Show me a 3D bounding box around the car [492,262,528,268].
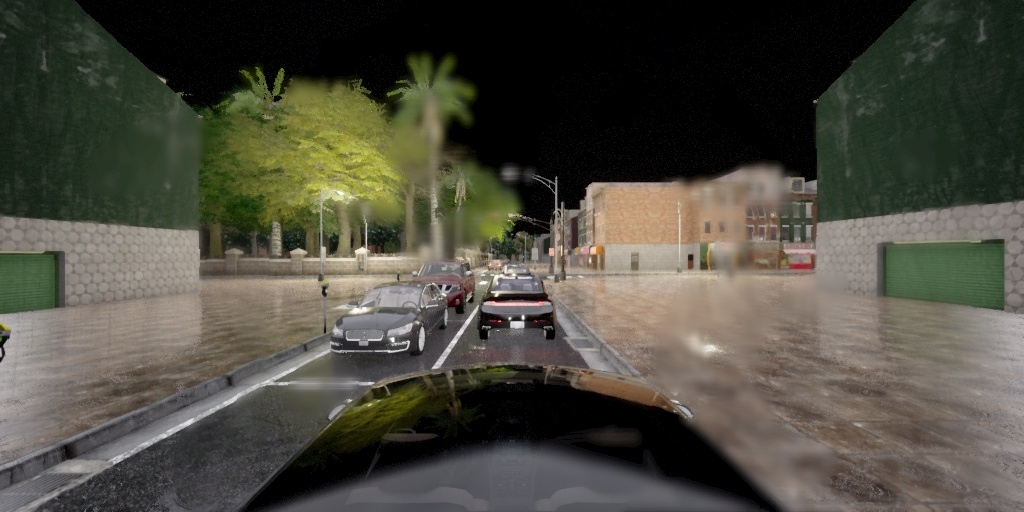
[{"bbox_3d":[0.179,1.251,19.406,2.128,1.511,4.902,0,0,-2],"label":"car"}]

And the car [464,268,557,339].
[{"bbox_3d":[0.130,1.242,10.017,2.128,1.511,4.902,0,0,0],"label":"car"}]

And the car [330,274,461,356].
[{"bbox_3d":[-2.611,1.301,8.516,2.007,1.370,4.403,0,0,0],"label":"car"}]

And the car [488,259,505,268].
[{"bbox_3d":[-2.420,1.292,52.125,1.967,1.591,4.097,0,0,0],"label":"car"}]

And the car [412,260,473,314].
[{"bbox_3d":[-2.587,1.068,13.979,2.192,1.841,5.009,0,0,0],"label":"car"}]
